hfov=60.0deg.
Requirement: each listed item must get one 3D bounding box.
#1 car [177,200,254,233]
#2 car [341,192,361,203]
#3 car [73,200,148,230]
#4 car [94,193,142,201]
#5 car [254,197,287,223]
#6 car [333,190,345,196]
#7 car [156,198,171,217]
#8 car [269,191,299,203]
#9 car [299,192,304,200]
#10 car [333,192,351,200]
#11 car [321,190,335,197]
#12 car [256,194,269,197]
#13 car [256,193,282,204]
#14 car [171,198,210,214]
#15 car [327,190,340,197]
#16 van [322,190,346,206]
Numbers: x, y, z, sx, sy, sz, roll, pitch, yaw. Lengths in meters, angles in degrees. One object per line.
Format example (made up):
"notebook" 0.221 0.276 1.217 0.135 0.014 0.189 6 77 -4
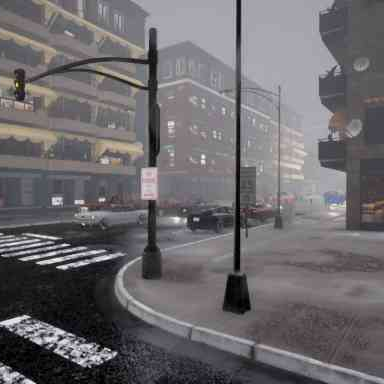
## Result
"car" 1.409 1.348 17.961 1.947 1.339 4.313 2 2 35
"car" 23.844 0.763 49.853 1.887 1.381 4.507 2 2 35
"car" -4.549 1.368 19.565 1.895 1.301 4.718 1 1 35
"car" -5.420 1.031 22.808 2.192 1.841 5.009 2 2 35
"car" 4.614 1.283 22.517 1.802 1.307 4.206 2 2 35
"car" 36.243 0.255 82.044 1.802 1.307 4.206 2 2 35
"car" -2.217 1.180 27.370 1.887 1.381 4.507 2 2 35
"car" 11.502 0.717 42.328 2.097 1.767 4.553 1 1 36
"car" 17.012 0.719 54.707 1.947 1.339 4.313 2 2 35
"car" 25.884 0.695 57.272 1.895 1.301 4.718 1 1 35
"car" 29.833 0.378 72.931 1.887 1.381 4.507 2 2 35
"car" 5.797 1.012 34.267 1.837 1.490 4.892 1 1 35
"car" 10.603 0.880 45.594 1.947 1.339 4.313 2 2 35
"car" 0.545 1.203 26.830 1.994 1.385 4.181 1 1 34
"car" 33.038 0.335 77.488 1.802 1.307 4.206 2 2 35
"van" 17.437 0.721 40.737 1.690 1.788 3.998 2 2 35
